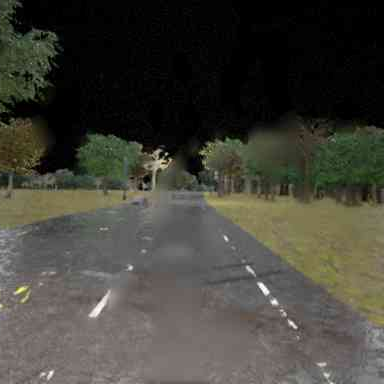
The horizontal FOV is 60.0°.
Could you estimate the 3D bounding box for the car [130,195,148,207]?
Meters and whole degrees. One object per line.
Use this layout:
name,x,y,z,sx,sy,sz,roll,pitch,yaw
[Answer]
car,-7.199,1.187,45.696,1.837,1.490,4.892,2,0,0
